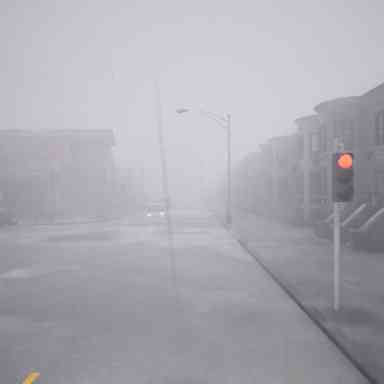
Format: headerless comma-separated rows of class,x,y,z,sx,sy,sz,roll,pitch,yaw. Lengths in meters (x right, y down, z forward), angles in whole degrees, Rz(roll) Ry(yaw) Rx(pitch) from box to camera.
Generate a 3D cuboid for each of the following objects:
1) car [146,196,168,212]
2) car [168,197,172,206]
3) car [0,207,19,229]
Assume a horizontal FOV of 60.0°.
car,-4.159,1.526,39.455,1.812,1.442,4.674,0,0,-1
car,-4.159,1.503,53.069,1.837,1.490,4.892,0,1,0
car,-12.887,1.478,19.523,5.008,1.535,1.882,0,1,1
